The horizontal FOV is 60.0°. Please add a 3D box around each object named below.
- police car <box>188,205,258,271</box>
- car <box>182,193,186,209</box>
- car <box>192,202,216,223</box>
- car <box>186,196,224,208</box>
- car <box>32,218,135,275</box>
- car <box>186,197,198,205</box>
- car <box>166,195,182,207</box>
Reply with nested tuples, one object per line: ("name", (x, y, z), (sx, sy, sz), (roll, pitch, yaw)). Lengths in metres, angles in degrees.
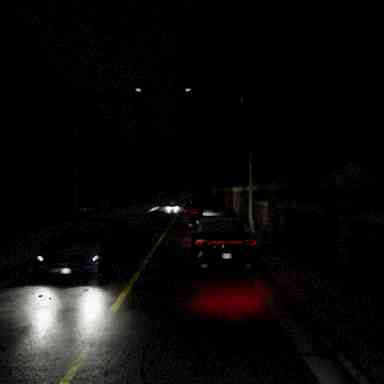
("police car", (0.896, 1.441, 11.141), (1.930, 1.638, 5.238), (0, 0, 0))
("car", (-0.007, 1.440, 47.112), (2.097, 1.767, 4.553), (0, 0, 0))
("car", (0.890, 1.569, 27.031), (1.812, 1.442, 4.674), (0, 0, 0))
("car", (0.892, 1.257, 21.061), (2.150, 2.045, 5.566), (0, 0, 0))
("car", (-3.104, 1.563, 10.839), (2.033, 1.411, 5.357), (0, 0, 0))
("car", (-0.022, 1.690, 61.036), (1.994, 1.385, 4.181), (0, 0, 0))
("car", (-3.090, 1.600, 54.153), (2.128, 1.511, 4.902), (0, 0, 0))
